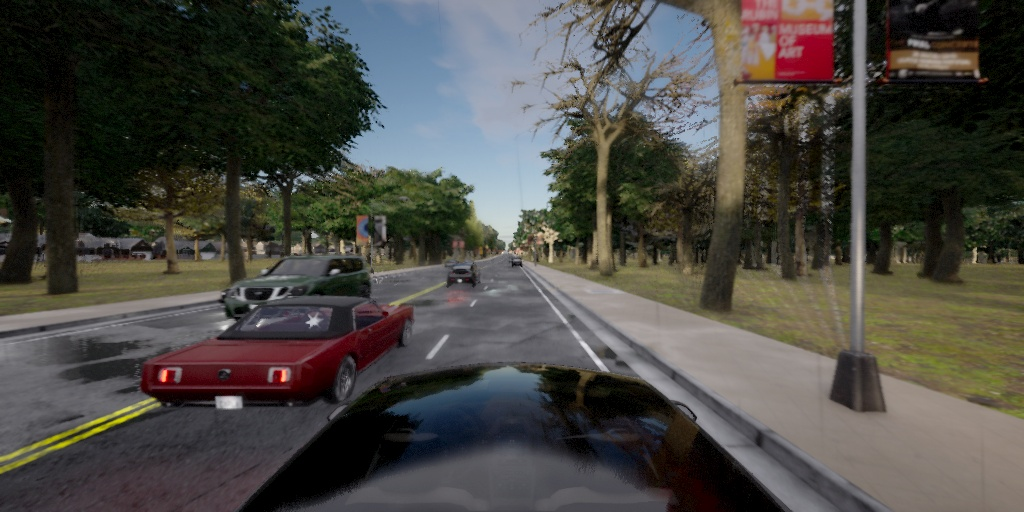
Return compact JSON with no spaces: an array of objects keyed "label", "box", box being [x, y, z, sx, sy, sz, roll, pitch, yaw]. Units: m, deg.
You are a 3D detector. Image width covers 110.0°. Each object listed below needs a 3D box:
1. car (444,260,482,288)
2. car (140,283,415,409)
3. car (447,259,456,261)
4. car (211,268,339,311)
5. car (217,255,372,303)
[{"label":"car","box":[-3.153,1.256,24.046,1.837,1.490,4.892,0,0,0]},{"label":"car","box":[-3.149,1.350,6.223,1.895,1.301,4.718,0,0,0]},{"label":"car","box":[-9.800,1.276,58.559,2.128,1.511,4.902,0,0,1]},{"label":"car","box":[-9.852,1.296,15.636,2.033,1.411,5.357,0,0,0]},{"label":"car","box":[-6.601,0.970,11.983,2.150,2.045,5.566,0,0,0]}]
